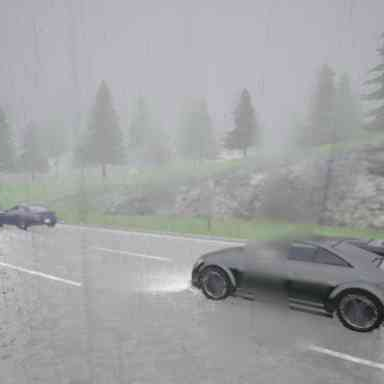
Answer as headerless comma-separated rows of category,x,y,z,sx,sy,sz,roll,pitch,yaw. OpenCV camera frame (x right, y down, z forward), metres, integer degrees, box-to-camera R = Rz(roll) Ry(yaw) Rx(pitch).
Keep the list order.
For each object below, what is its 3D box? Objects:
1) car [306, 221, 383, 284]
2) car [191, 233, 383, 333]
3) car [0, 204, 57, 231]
car,5.617,1.599,8.582,4.718,1.301,1.895,0,0,35
car,2.037,1.552,6.837,4.181,1.385,1.994,0,0,35
car,-9.864,1.419,19.833,4.674,1.442,1.812,0,0,37
